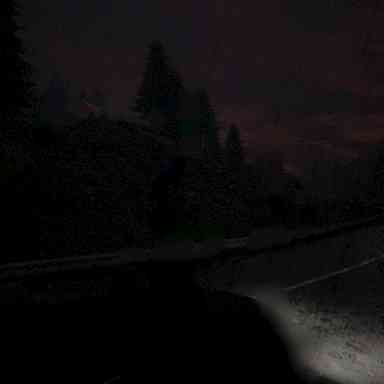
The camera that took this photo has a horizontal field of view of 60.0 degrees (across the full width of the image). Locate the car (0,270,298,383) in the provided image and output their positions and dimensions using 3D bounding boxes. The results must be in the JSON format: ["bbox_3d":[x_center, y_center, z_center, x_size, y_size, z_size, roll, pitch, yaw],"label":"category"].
[{"bbox_3d":[-0.931,1.542,3.226,4.674,1.442,1.812,1,-1,-38],"label":"car"}]
